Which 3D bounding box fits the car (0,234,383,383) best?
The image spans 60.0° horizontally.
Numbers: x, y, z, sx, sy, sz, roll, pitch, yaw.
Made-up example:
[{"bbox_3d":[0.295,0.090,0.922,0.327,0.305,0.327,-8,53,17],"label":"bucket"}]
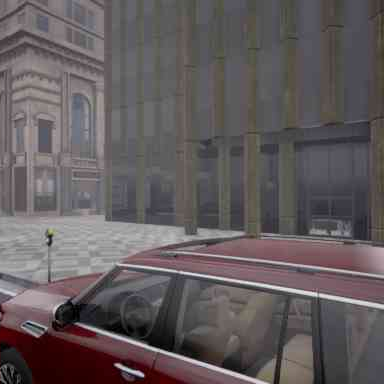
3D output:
[{"bbox_3d":[0.246,1.315,2.798,5.009,1.841,2.192,0,0,36],"label":"car"}]
